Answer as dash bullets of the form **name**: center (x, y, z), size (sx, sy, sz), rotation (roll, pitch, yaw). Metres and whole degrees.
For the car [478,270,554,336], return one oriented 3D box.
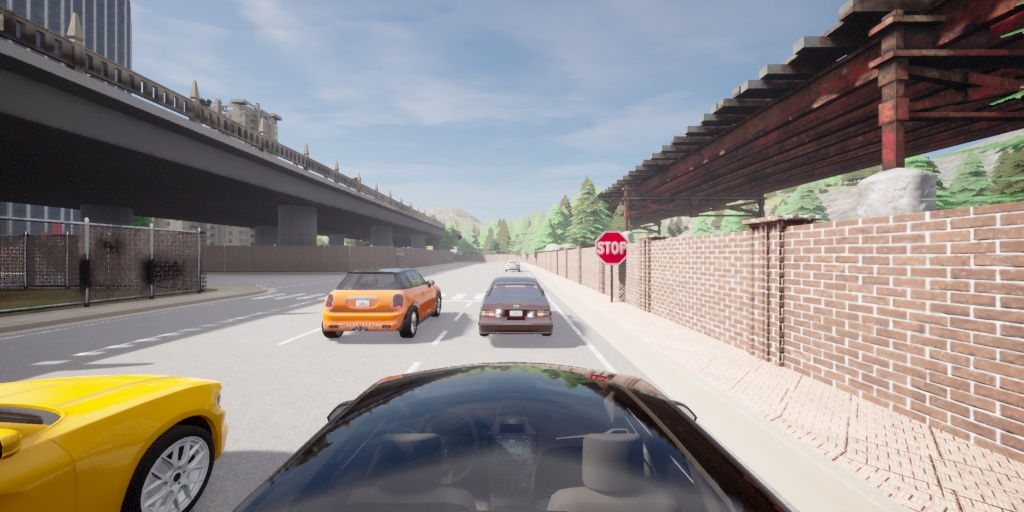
- **car**: center (0.087, 1.297, 10.331), size (2.033, 1.411, 5.357), rotation (0, 0, 0)

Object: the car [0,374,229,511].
- **car**: center (-3.397, 1.228, 1.054), size (1.882, 1.535, 5.008), rotation (0, 0, 0)

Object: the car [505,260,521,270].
- **car**: center (0.110, 1.276, 46.214), size (1.812, 1.442, 4.674), rotation (0, 0, -1)

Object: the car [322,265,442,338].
- **car**: center (-3.414, 1.102, 10.312), size (2.097, 1.767, 4.553), rotation (0, 0, 0)
